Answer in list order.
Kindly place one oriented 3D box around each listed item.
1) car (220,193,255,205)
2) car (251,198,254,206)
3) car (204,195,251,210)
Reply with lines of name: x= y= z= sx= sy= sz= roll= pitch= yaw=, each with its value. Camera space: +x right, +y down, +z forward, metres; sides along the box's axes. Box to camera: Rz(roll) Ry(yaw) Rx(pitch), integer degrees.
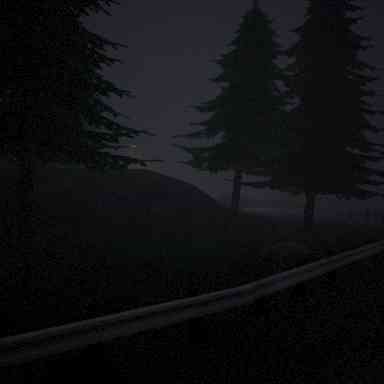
car: x=6.532 y=1.192 z=49.399 sx=5.566 sy=2.045 sz=2.150 roll=1 pitch=0 yaw=34
car: x=5.610 y=1.580 z=45.796 sx=4.718 sy=1.301 sz=1.895 roll=0 pitch=0 yaw=34
car: x=4.528 y=1.461 z=42.307 sx=5.008 sy=1.535 sz=1.882 roll=0 pitch=0 yaw=34
